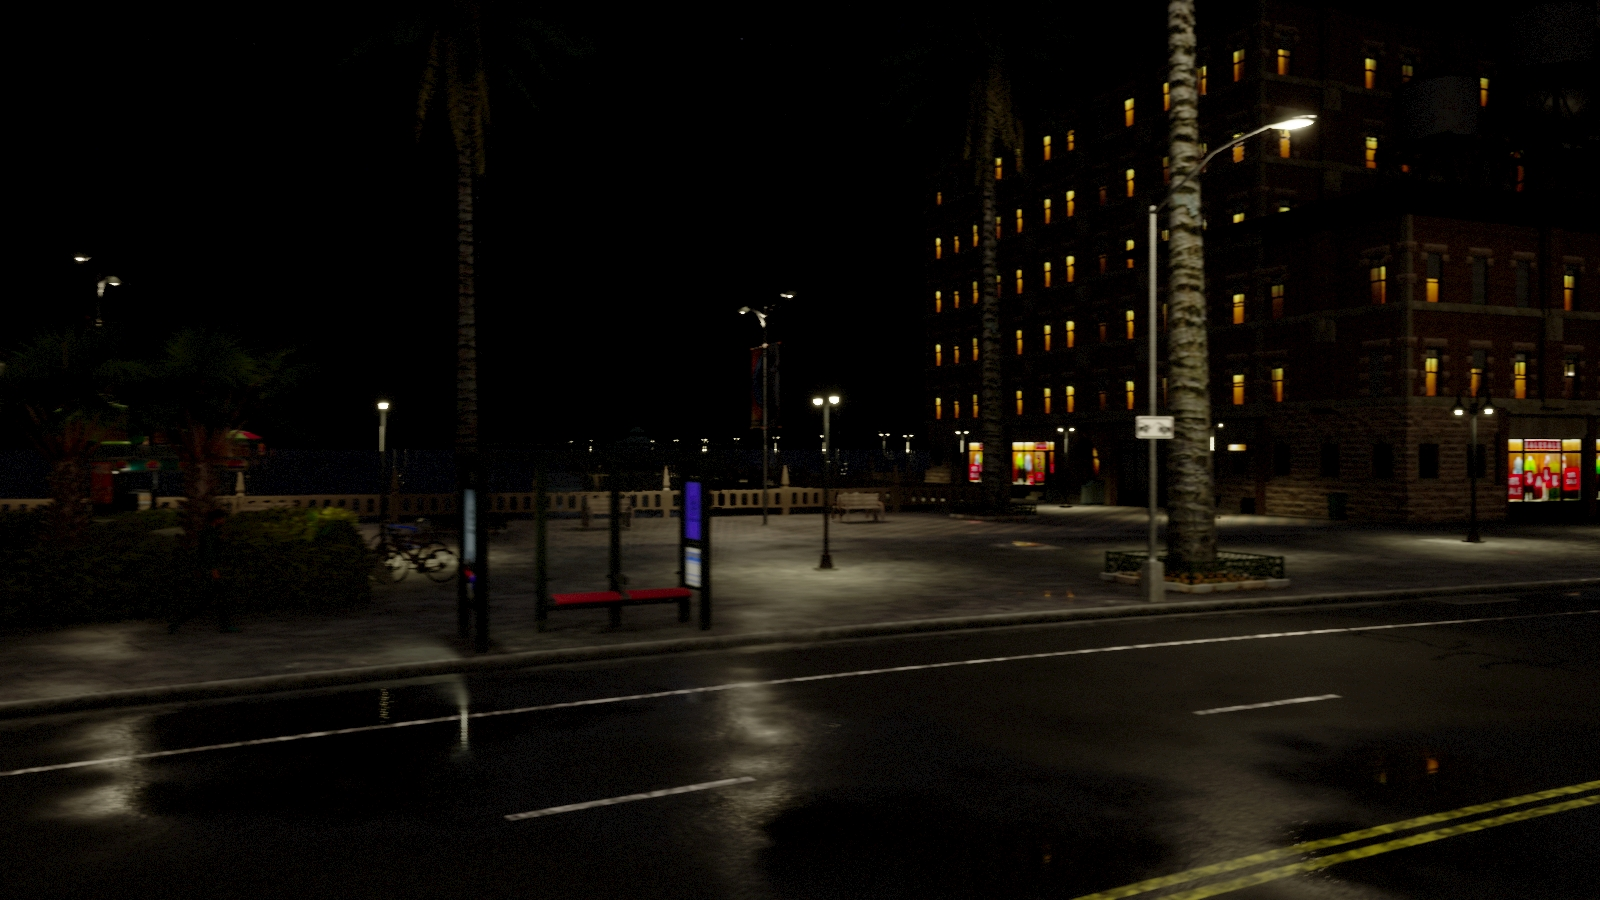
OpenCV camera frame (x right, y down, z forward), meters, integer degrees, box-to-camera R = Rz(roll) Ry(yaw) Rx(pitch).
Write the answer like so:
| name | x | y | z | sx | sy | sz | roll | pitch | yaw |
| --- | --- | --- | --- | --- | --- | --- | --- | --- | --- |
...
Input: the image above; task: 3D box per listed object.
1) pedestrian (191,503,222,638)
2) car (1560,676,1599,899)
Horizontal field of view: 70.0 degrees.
| name | x | y | z | sx | sy | sz | roll | pitch | yaw |
| --- | --- | --- | --- | --- | --- | --- | --- | --- | --- |
| pedestrian | -8.409 | 1.691 | 16.181 | 0.375 | 1.860 | 0.375 | 0 | 0 | -28 |
| car | 6.033 | 2.119 | 6.905 | 2.207 | 1.376 | 1.481 | 0 | 0 | -26 |
